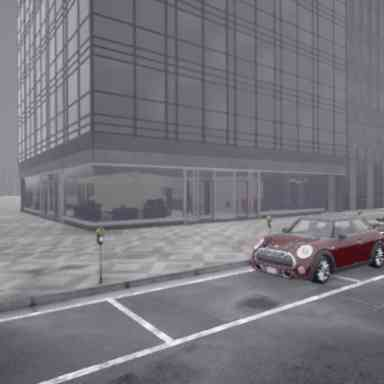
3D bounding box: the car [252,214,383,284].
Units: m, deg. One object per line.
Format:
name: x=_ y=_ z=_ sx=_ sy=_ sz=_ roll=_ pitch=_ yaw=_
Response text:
car: x=3.582 y=1.386 z=9.323 sx=4.097 sy=1.590 sz=1.967 roll=0 pitch=0 yaw=-36
